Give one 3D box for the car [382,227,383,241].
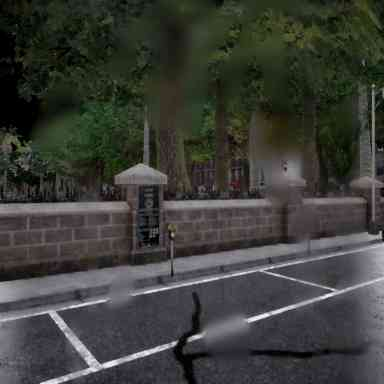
[{"bbox_3d":[9.754,1.310,13.498,5.009,1.841,2.192,0,0,-36],"label":"car"}]
